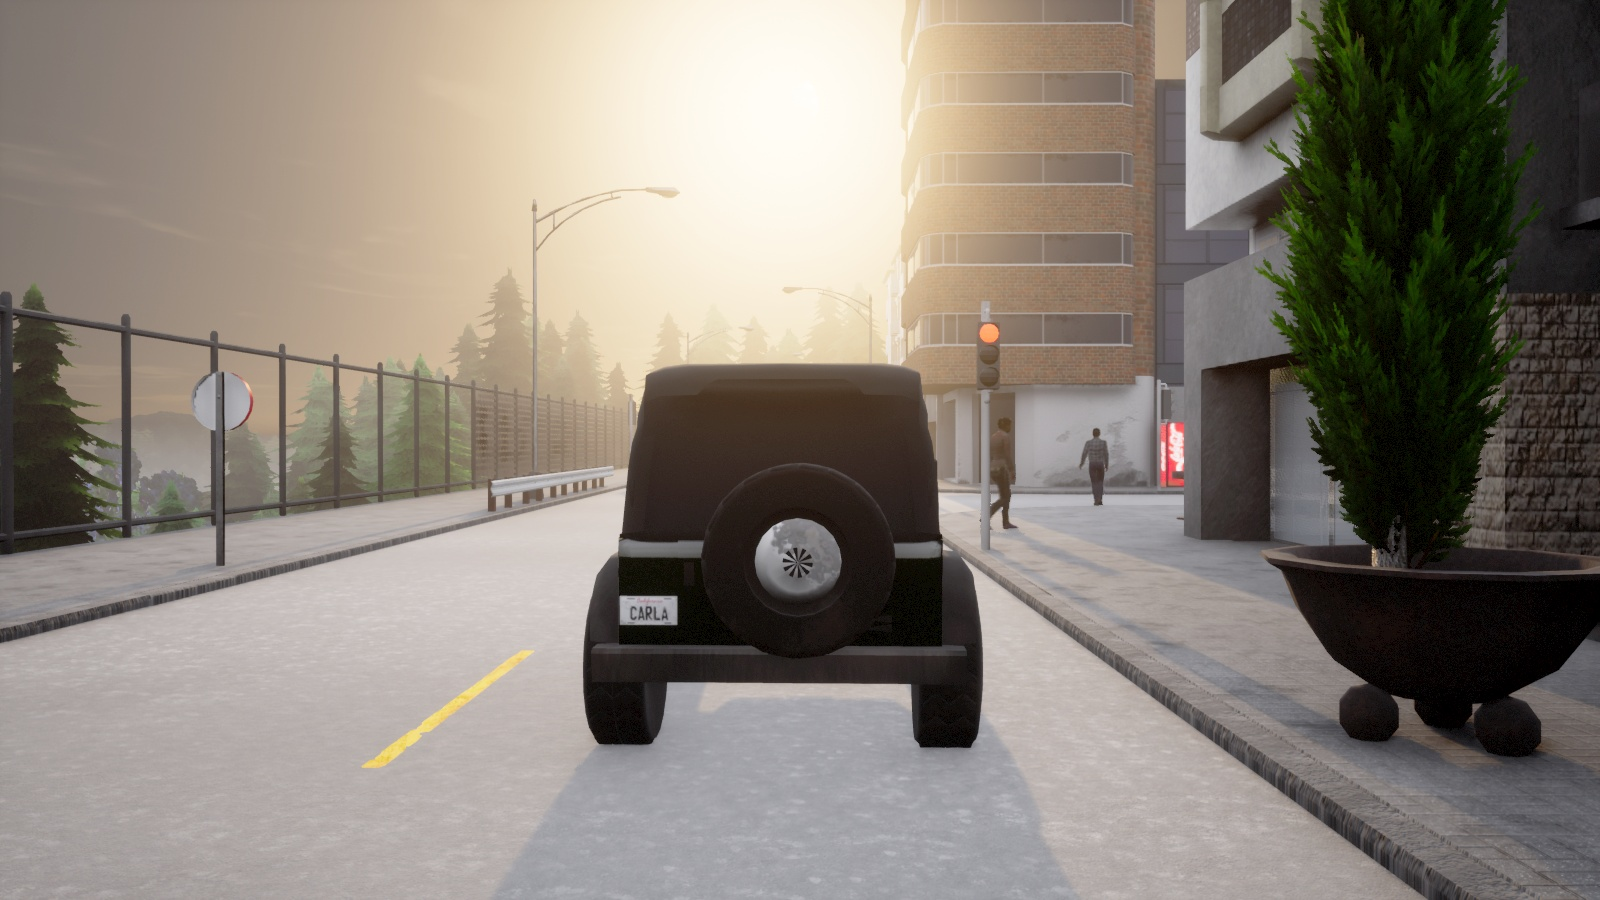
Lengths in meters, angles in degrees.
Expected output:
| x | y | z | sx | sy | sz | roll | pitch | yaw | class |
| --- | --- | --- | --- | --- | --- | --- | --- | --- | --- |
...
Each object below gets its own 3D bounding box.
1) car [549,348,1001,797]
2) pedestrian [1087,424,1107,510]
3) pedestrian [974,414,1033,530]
| x | y | z | sx | sy | sz | roll | pitch | yaw | class |
| --- | --- | --- | --- | --- | --- | --- | --- | --- | --- |
| -0.029 | 0.502 | 7.220 | 1.905 | 1.878 | 3.866 | 0 | 0 | 2 | car |
| 6.902 | 0.387 | 29.178 | 0.423 | 1.949 | 0.788 | 0 | 0 | 14 | pedestrian |
| 3.224 | 0.347 | 19.882 | 0.869 | 1.805 | 0.328 | 0 | 0 | -20 | pedestrian |
